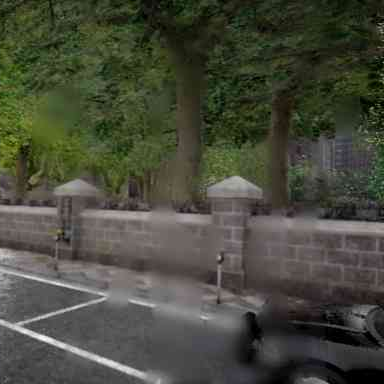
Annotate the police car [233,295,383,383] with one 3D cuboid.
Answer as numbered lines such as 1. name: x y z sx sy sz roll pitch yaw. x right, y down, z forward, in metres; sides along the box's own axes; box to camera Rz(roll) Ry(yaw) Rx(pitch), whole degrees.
1. police car: 2.995 1.684 3.246 5.238 1.638 1.930 0 -3 31
